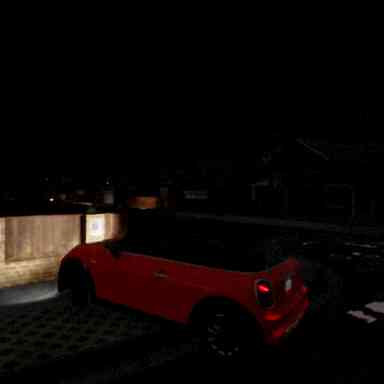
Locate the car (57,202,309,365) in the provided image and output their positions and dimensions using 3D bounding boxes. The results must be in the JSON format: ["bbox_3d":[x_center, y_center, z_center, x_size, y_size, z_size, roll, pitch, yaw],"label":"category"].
[{"bbox_3d":[-0.352,1.270,6.040,4.553,1.767,2.097,3,2,33],"label":"car"}]

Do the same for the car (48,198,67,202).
[{"bbox_3d":[-18.914,1.506,46.722,2.033,1.411,5.357,0,0,-35],"label":"car"}]
